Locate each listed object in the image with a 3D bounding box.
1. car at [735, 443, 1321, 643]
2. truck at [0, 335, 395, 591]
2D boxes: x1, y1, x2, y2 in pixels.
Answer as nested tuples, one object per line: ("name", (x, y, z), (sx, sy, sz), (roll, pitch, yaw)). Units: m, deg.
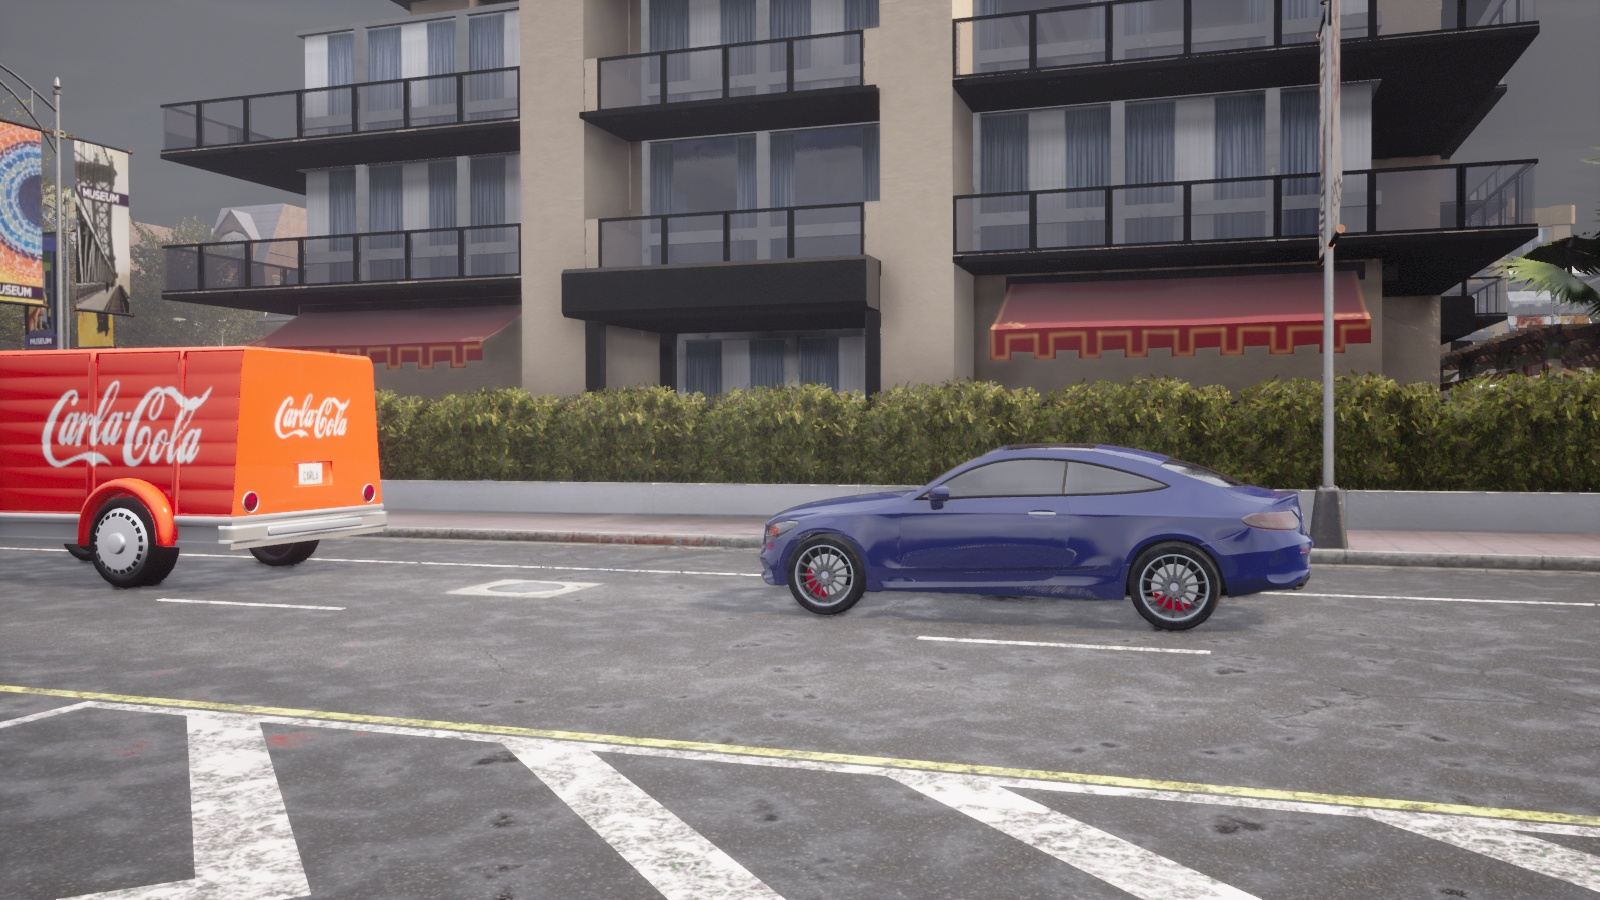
("car", (1.945, 0.684, 10.949), (4.674, 1.442, 1.812), (1, 1, 18))
("truck", (-7.581, 0.085, 14.149), (5.204, 2.467, 2.627), (1, 1, 19))
